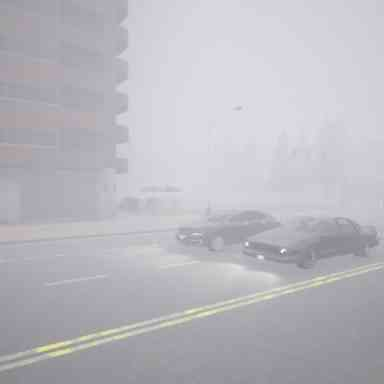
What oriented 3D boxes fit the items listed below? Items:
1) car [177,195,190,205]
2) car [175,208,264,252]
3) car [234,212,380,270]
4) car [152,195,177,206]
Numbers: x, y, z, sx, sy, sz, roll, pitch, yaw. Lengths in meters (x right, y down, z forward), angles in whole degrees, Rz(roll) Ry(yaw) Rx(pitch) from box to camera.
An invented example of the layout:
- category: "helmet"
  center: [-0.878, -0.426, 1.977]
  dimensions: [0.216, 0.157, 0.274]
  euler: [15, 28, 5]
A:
- category: "car"
  center: [-2.249, 1.156, 48.404]
  dimensions: [2.128, 1.511, 4.902]
  euler: [0, 0, -41]
- category: "car"
  center: [1.624, 1.433, 13.597]
  dimensions: [4.892, 1.490, 1.837]
  euler: [0, 0, -35]
- category: "car"
  center: [4.160, 1.491, 11.096]
  dimensions: [5.357, 1.411, 2.033]
  euler: [0, 0, -35]
- category: "car"
  center: [-4.402, 1.241, 45.525]
  dimensions: [1.994, 1.385, 4.181]
  euler: [0, 0, -40]
